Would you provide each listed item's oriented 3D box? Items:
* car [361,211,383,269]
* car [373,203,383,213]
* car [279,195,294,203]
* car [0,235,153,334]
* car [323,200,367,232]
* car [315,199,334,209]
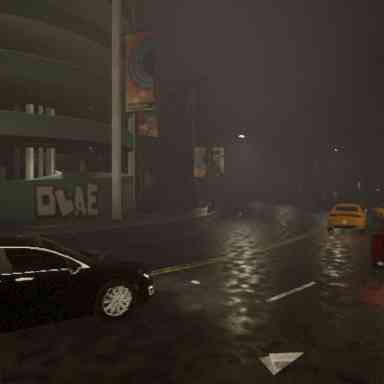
[{"bbox_3d":[7.040,1.472,10.314,1.882,1.535,5.008,0,0,41],"label":"car"},{"bbox_3d":[15.280,1.441,25.583,1.801,1.575,5.366,0,0,18],"label":"car"},{"bbox_3d":[18.971,1.433,66.820,2.231,1.521,4.892,0,0,-4],"label":"car"},{"bbox_3d":[-3.019,1.500,5.630,4.892,1.490,1.837,0,1,-35],"label":"car"},{"bbox_3d":[9.384,1.465,20.059,1.882,1.535,5.008,0,0,28],"label":"car"},{"bbox_3d":[17.273,1.535,42.535,1.994,1.385,4.181,0,0,-1],"label":"car"}]
